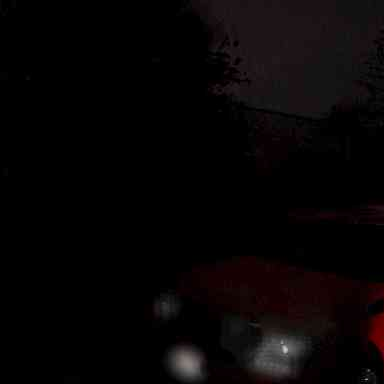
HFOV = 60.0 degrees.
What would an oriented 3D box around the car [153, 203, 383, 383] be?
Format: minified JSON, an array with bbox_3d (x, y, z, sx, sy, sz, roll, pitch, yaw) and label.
[{"bbox_3d":[2.215,1.219,4.638,5.566,2.045,2.150,0,0,-35],"label":"car"}]
